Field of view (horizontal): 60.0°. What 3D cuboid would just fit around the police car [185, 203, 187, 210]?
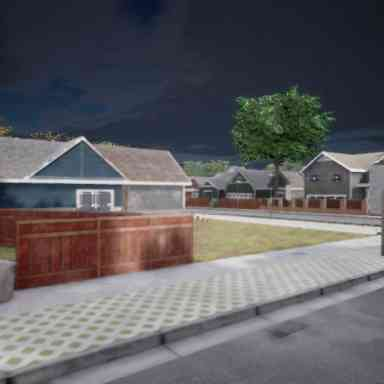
[{"bbox_3d":[-2.494,1.669,46.043,1.930,1.638,5.238,0,0,-35],"label":"police car"}]
